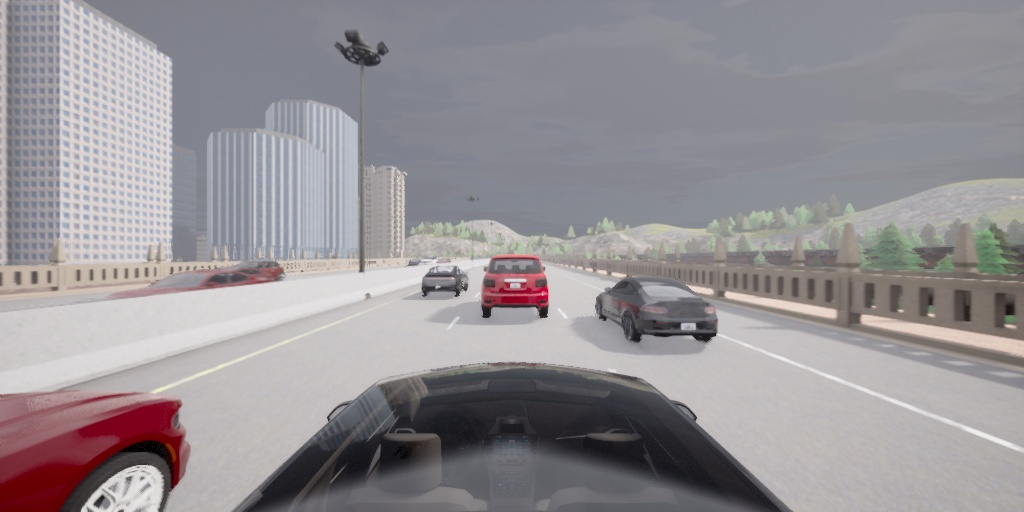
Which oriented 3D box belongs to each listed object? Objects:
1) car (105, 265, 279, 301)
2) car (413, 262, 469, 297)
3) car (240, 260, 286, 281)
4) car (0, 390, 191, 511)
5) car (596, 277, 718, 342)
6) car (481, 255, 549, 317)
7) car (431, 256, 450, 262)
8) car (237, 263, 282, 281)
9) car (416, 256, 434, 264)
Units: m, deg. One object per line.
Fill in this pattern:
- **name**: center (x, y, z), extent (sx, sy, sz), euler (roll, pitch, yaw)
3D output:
- **car**: center (-10.600, 1.226, 12.206), extent (1.882, 1.535, 5.008), euler (0, 0, 0)
- **car**: center (-3.399, 1.238, 18.891), extent (2.128, 1.511, 4.902), euler (0, 0, 0)
- **car**: center (-17.597, 1.099, 24.310), extent (2.097, 1.767, 4.553), euler (0, 0, 0)
- **car**: center (-3.414, 1.228, 0.673), extent (1.882, 1.535, 5.008), euler (0, 0, 0)
- **car**: center (3.598, 1.274, 9.601), extent (1.812, 1.442, 4.674), euler (0, 0, 0)
- **car**: center (0.101, 0.969, 13.275), extent (2.150, 2.045, 5.566), euler (0, 0, 0)
- **car**: center (-10.557, 1.218, 55.300), extent (1.882, 1.535, 5.008), euler (0, 0, 0)
- **car**: center (-14.099, 1.274, 18.038), extent (1.812, 1.442, 4.674), euler (0, 0, 0)
- **car**: center (-14.032, 0.960, 60.772), extent (2.150, 2.045, 5.566), euler (0, 0, 1)
